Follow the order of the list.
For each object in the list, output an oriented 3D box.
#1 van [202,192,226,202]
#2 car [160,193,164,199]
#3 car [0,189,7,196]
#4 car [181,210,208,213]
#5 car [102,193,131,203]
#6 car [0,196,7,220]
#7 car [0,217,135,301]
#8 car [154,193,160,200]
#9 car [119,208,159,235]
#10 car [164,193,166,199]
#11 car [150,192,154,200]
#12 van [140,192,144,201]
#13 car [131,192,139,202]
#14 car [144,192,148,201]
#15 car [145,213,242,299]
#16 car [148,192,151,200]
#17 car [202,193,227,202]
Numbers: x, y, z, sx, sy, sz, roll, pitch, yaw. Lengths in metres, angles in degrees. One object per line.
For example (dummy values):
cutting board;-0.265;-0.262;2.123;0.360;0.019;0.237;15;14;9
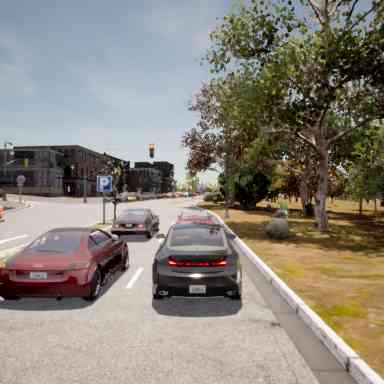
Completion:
van;4.253;1.042;65.370;4.442;1.987;1.878;1;0;-14
car;-11.043;1.063;89.709;5.566;2.045;2.435;-1;0;-12
car;-31.189;0.136;53.627;2.002;1.452;4.674;6;-3;-19
car;0.151;1.625;17.716;1.895;1.301;4.718;0;0;0
car;-14.473;1.357;62.767;4.792;1.488;2.163;-1;0;-15
car;-16.639;1.403;24.959;4.553;1.767;2.185;-1;0;-19
car;-2.905;1.574;8.400;1.994;1.385;4.181;0;0;1
car;-11.492;1.356;86.702;4.674;1.452;2.002;-1;0;-12
car;-2.852;1.572;17.619;2.033;1.411;5.357;0;0;1
car;-10.623;1.315;92.688;5.008;1.535;2.097;-1;0;-12
car;-12.305;1.358;80.720;4.674;1.452;2.002;-1;0;-13
van;-13.273;1.092;71.751;4.442;1.987;1.878;-1;0;-14
car;-13.829;1.314;65.759;5.366;1.575;1.946;-1;0;-15
car;-13.047;1.320;74.723;4.892;1.521;2.231;-1;0;-14
car;0.105;1.515;8.447;1.837;1.490;4.892;0;0;0
car;-12.675;1.358;77.718;4.674;1.452;2.002;-1;0;-13
car;4.636;1.140;68.339;4.553;1.767;2.185;1;0;-14
